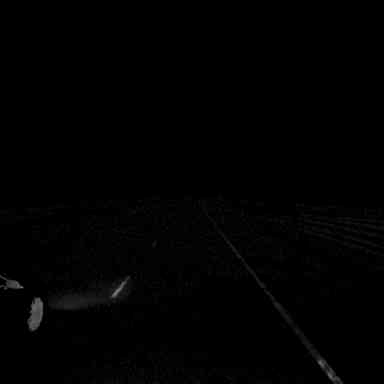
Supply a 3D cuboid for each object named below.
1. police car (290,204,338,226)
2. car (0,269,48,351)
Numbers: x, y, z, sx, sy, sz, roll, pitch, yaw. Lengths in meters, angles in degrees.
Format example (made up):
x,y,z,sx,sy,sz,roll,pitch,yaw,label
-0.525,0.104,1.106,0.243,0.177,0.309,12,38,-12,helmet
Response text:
x,y,z,sx,sy,sz,roll,pitch,yaw,label
9.730,1.778,27.124,1.930,1.638,5.238,0,-1,-11,police car
-3.397,1.547,3.836,1.837,1.490,4.892,0,-1,0,car
